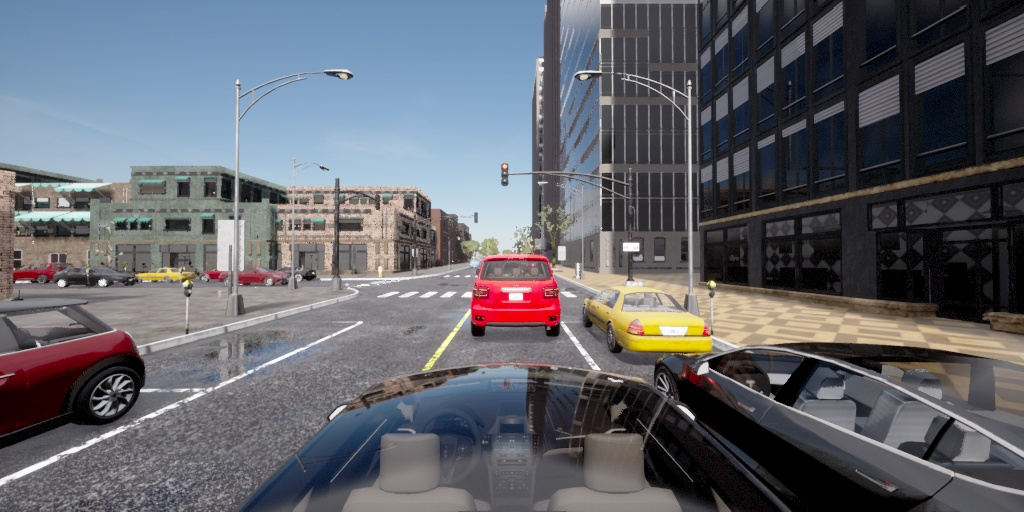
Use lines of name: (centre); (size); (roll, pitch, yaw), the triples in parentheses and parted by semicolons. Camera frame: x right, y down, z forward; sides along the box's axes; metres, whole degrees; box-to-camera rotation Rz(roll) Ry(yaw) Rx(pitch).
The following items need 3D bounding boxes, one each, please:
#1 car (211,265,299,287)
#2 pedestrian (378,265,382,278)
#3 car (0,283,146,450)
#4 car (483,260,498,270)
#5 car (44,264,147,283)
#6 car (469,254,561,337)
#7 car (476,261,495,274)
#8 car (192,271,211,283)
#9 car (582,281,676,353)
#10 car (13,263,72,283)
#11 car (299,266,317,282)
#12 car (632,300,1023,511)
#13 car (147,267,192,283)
car: (-18.308, 1.419, 25.651); (4.674, 1.442, 1.812); (-1, -1, 1)
pedestrian: (-12.608, 1.399, 34.328); (0.375, 1.300, 0.375); (0, 0, 1)
car: (-5.692, 1.190, 2.814); (1.967, 1.591, 4.097); (0, 0, 0)
car: (-3.195, 1.317, 54.160); (2.033, 1.411, 5.357); (0, 0, 0)
car: (-29.828, 1.507, 25.780); (4.892, 1.490, 1.837); (0, -1, 0)
car: (0.083, 0.975, 10.465); (2.150, 2.045, 5.566); (0, 0, 0)
car: (-3.182, 1.313, 43.973); (2.033, 1.411, 5.357); (0, 0, 0)
car: (-25.017, 1.489, 31.509); (4.097, 1.591, 1.967); (0, 0, 1)
car: (2.815, 1.277, 8.589); (1.751, 1.417, 4.829); (0, 0, 0)
car: (-41.661, 1.522, 31.688); (5.009, 1.841, 2.192); (0, 0, 1)
car: (-19.470, 1.562, 31.448); (4.313, 1.339, 1.948); (0, 0, 1)
car: (2.656, 1.316, 2.776); (1.948, 1.339, 4.313); (0, 0, 0)
car: (-30.735, 1.627, 31.570); (4.829, 1.417, 1.751); (0, 0, 1)
